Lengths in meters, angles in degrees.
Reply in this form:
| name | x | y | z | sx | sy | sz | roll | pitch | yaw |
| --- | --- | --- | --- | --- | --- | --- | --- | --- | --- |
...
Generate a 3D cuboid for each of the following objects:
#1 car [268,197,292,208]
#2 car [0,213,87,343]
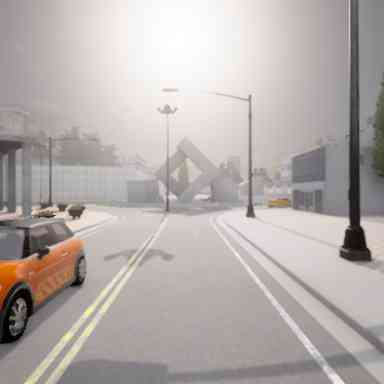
| name | x | y | z | sx | sy | sz | roll | pitch | yaw |
| --- | --- | --- | --- | --- | --- | --- | --- | --- | --- |
| car | 12.948 | 1.502 | 47.502 | 5.008 | 1.535 | 1.882 | 0 | 0 | -37 |
| car | -3.658 | 1.369 | 6.426 | 2.097 | 1.767 | 4.553 | 0 | 0 | -1 |
